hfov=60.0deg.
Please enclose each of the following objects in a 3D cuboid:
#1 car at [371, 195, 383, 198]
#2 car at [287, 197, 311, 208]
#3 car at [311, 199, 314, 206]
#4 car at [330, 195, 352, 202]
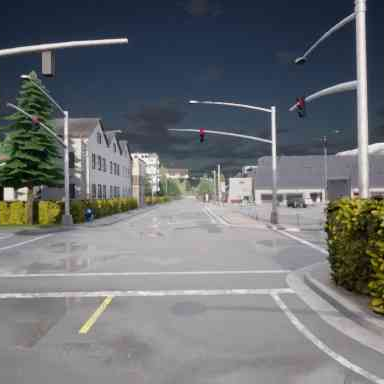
[{"bbox_3d":[19.112,1.183,31.306,1.905,1.878,3.866,-1,-1,0],"label":"car"},{"bbox_3d":[15.416,1.629,49.172,2.007,1.523,4.514,-1,-1,0],"label":"car"},{"bbox_3d":[19.059,1.573,56.231,1.970,1.475,3.806,-1,-1,0],"label":"car"},{"bbox_3d":[25.474,1.398,56.573,2.152,1.636,5.027,-1,-1,0],"label":"car"}]
